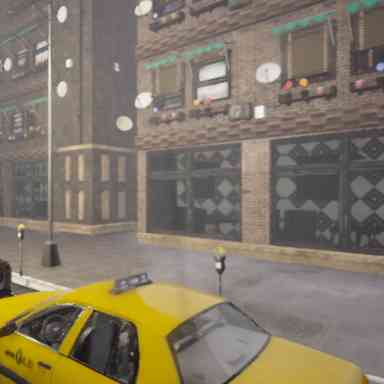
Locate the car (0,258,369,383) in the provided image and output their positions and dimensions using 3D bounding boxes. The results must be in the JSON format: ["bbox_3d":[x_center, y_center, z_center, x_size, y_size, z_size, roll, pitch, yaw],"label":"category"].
[{"bbox_3d":[-0.820,1.516,3.464,4.829,1.417,1.752,0,0,36],"label":"car"}]
